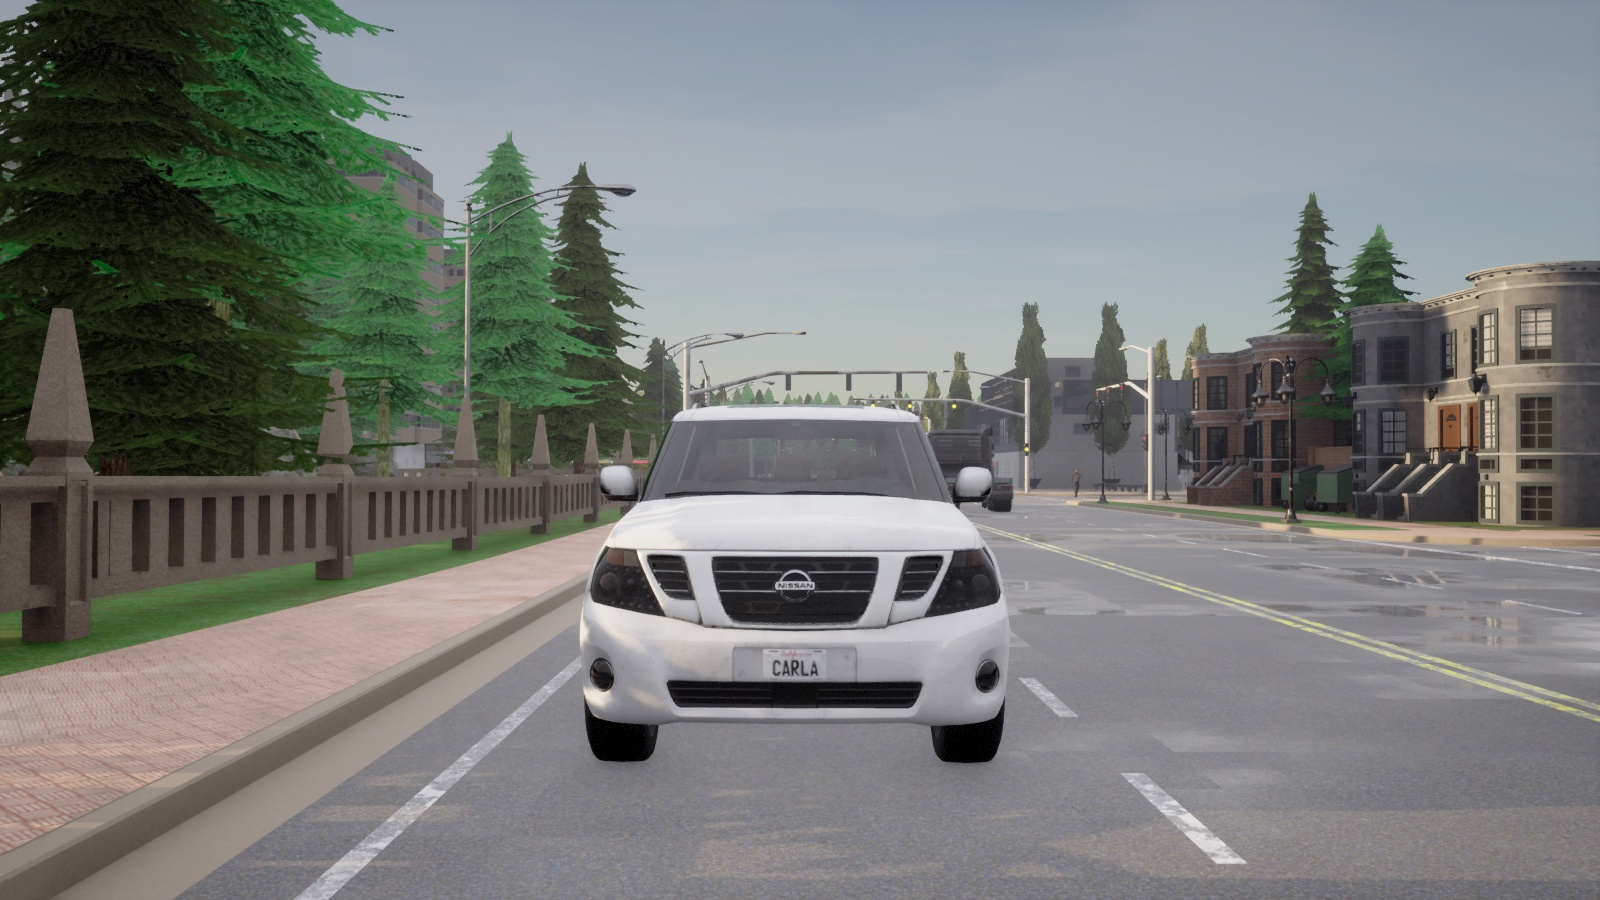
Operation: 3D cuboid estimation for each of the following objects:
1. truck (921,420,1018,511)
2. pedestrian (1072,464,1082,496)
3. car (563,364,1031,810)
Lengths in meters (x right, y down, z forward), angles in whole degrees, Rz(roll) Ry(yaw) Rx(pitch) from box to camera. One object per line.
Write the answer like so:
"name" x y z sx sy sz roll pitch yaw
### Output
"truck" 6.853 0.673 51.874 2.891 3.462 7.936 0 -1 0
"pedestrian" 16.577 1.796 75.194 0.423 1.949 0.788 0 -1 2
"car" -0.025 0.677 8.577 2.150 2.045 5.566 0 -1 0
